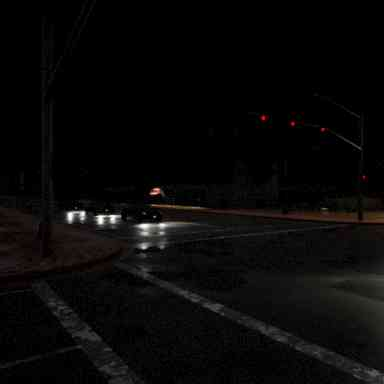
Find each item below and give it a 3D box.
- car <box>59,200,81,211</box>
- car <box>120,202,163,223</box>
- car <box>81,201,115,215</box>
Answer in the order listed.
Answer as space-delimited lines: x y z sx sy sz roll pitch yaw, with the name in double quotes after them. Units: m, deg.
-15.144 1.601 41.667 1.895 1.301 4.718 0 0 -35 "car"
-4.080 1.526 26.138 1.812 1.442 4.674 0 0 -36 "car"
-9.308 1.564 33.456 1.994 1.385 4.181 0 0 -35 "car"
